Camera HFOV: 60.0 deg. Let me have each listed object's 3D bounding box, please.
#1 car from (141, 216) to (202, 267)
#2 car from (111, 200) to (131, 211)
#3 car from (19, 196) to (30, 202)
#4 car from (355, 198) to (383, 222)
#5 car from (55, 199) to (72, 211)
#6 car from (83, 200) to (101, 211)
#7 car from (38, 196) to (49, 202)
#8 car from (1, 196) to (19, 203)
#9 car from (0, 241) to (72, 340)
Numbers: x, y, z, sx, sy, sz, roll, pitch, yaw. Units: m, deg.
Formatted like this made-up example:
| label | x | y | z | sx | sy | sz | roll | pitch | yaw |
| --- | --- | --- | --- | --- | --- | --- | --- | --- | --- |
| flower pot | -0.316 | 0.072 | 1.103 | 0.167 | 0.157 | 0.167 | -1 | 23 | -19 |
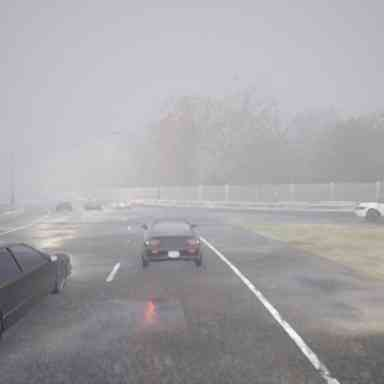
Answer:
| label | x | y | z | sx | sy | sz | roll | pitch | yaw |
| --- | --- | --- | --- | --- | --- | --- | --- | --- | --- |
| car | -0.771 | 1.565 | 11.520 | 1.812 | 1.442 | 4.674 | 0 | 0 | -6 |
| car | -9.590 | 1.779 | 44.515 | 1.895 | 1.301 | 4.718 | 0 | 0 | -23 |
| car | -42.463 | 1.785 | 83.162 | 5.357 | 1.411 | 2.033 | 0 | 0 | 38 |
| car | 15.751 | 1.239 | 25.712 | 5.566 | 2.045 | 2.150 | 0 | 0 | 19 |
| car | -16.763 | 1.697 | 43.412 | 2.128 | 1.511 | 4.902 | 0 | 0 | -24 |
| car | -13.382 | 1.758 | 44.425 | 1.994 | 1.385 | 4.181 | 0 | 0 | -24 |
| car | -38.273 | 1.737 | 85.791 | 1.837 | 1.490 | 4.892 | 0 | 0 | -37 |
| car | -44.740 | 1.771 | 80.504 | 4.902 | 1.511 | 2.128 | 0 | 0 | 38 |
| car | -3.717 | 1.581 | 5.788 | 2.033 | 1.411 | 5.357 | 0 | 0 | -4 |
